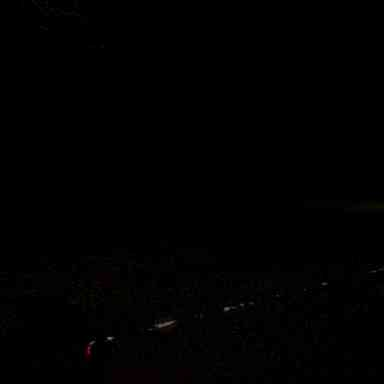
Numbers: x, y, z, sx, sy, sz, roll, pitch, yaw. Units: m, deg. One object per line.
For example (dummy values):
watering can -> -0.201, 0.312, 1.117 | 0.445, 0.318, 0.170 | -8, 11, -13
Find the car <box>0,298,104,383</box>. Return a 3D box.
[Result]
car -> -2.954, 1.475, 1.768 | 4.902, 1.511, 2.128 | 1, 0, -35
